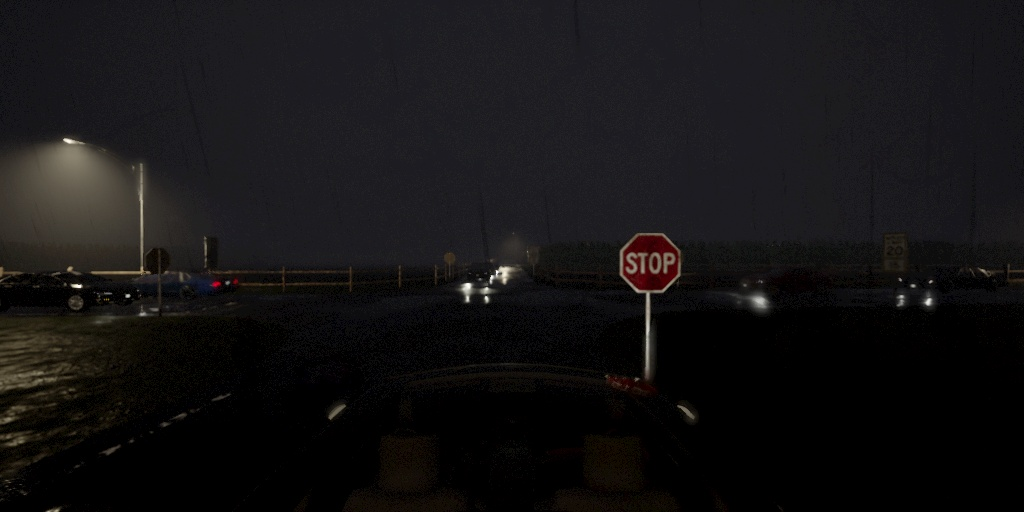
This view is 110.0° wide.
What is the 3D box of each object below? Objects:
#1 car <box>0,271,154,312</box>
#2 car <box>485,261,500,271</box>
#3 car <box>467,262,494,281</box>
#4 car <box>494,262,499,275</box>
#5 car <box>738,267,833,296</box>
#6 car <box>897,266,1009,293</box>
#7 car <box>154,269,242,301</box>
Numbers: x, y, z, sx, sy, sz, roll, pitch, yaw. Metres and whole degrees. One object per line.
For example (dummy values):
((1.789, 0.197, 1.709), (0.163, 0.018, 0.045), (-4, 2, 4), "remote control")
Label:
((-17.566, 1.335, 14.045), (4.892, 1.490, 1.837), (0, 0, -2), "car")
((-2.890, 1.491, 53.275), (1.895, 1.301, 4.718), (0, 0, 0), "car")
((-2.851, 1.315, 31.571), (1.882, 1.535, 5.008), (0, 0, -1), "car")
((-2.897, 1.427, 41.557), (1.994, 1.385, 4.181), (0, 0, 0), "car")
((14.698, 1.293, 19.320), (4.674, 1.442, 1.812), (0, 0, -7), "car")
((25.323, 1.308, 20.614), (5.357, 1.411, 2.033), (0, 0, -8), "car")
((-16.211, 1.355, 17.144), (5.357, 1.411, 2.033), (0, 0, -4), "car")
